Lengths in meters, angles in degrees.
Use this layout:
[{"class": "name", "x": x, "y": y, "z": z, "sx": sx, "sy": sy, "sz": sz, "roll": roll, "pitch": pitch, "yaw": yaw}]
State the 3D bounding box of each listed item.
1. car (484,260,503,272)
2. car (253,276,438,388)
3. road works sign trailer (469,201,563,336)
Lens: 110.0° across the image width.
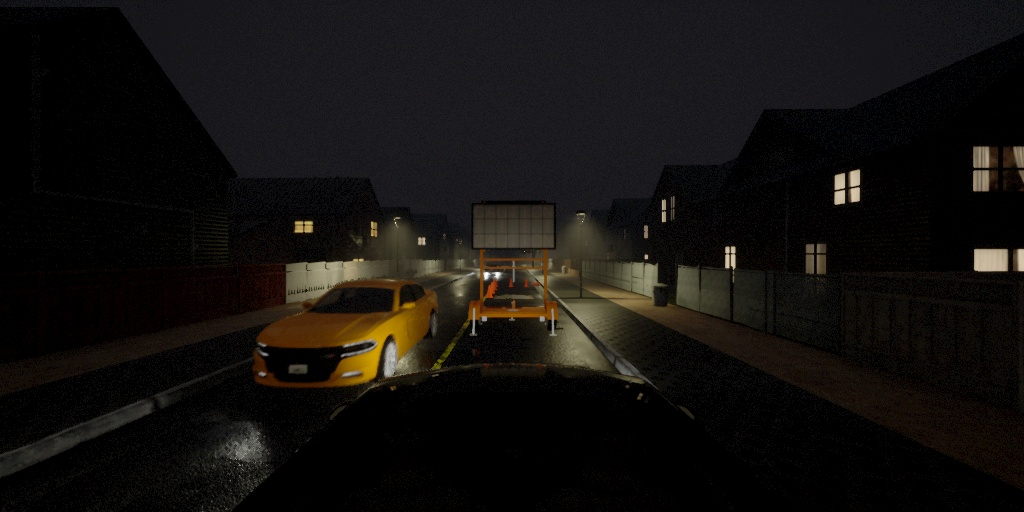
[{"class": "car", "x": -2.620, "y": 1.461, "z": 47.412, "sx": 1.895, "sy": 1.301, "sz": 4.718, "roll": 0, "pitch": 0, "yaw": 0}, {"class": "car", "x": -2.825, "y": 1.227, "z": 7.252, "sx": 1.882, "sy": 1.535, "sz": 5.008, "roll": 0, "pitch": 0, "yaw": 0}, {"class": "road works sign trailer", "x": 0.049, "y": 0.214, "z": 10.396, "sx": 2.380, "sy": 3.560, "sz": 2.880, "roll": 0, "pitch": 0, "yaw": 1}]
